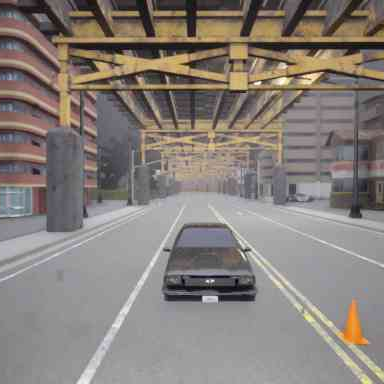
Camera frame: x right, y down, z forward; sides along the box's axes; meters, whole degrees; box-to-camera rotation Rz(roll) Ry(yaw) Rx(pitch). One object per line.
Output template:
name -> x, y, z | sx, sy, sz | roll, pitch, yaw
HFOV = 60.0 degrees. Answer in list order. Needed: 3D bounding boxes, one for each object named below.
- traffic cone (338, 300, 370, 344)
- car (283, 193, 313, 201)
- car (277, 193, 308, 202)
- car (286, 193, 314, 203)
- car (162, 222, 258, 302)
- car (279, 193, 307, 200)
traffic cone -> 2.453, 1.949, 5.059 | 0.340, 0.580, 0.340 | 0, 0, 0
car -> 17.507, 0.850, 54.797 | 4.536, 1.218, 1.853 | 0, 1, -20
car -> 17.806, 0.960, 58.938 | 4.974, 1.542, 2.038 | 0, 1, 25
car -> 17.458, 1.007, 54.781 | 4.974, 1.542, 2.038 | 0, 1, -20
car -> 0.360, 1.534, 8.666 | 2.033, 1.411, 5.357 | 0, 0, 1
car -> 17.853, 0.803, 58.915 | 4.536, 1.218, 1.853 | 0, 1, 25
